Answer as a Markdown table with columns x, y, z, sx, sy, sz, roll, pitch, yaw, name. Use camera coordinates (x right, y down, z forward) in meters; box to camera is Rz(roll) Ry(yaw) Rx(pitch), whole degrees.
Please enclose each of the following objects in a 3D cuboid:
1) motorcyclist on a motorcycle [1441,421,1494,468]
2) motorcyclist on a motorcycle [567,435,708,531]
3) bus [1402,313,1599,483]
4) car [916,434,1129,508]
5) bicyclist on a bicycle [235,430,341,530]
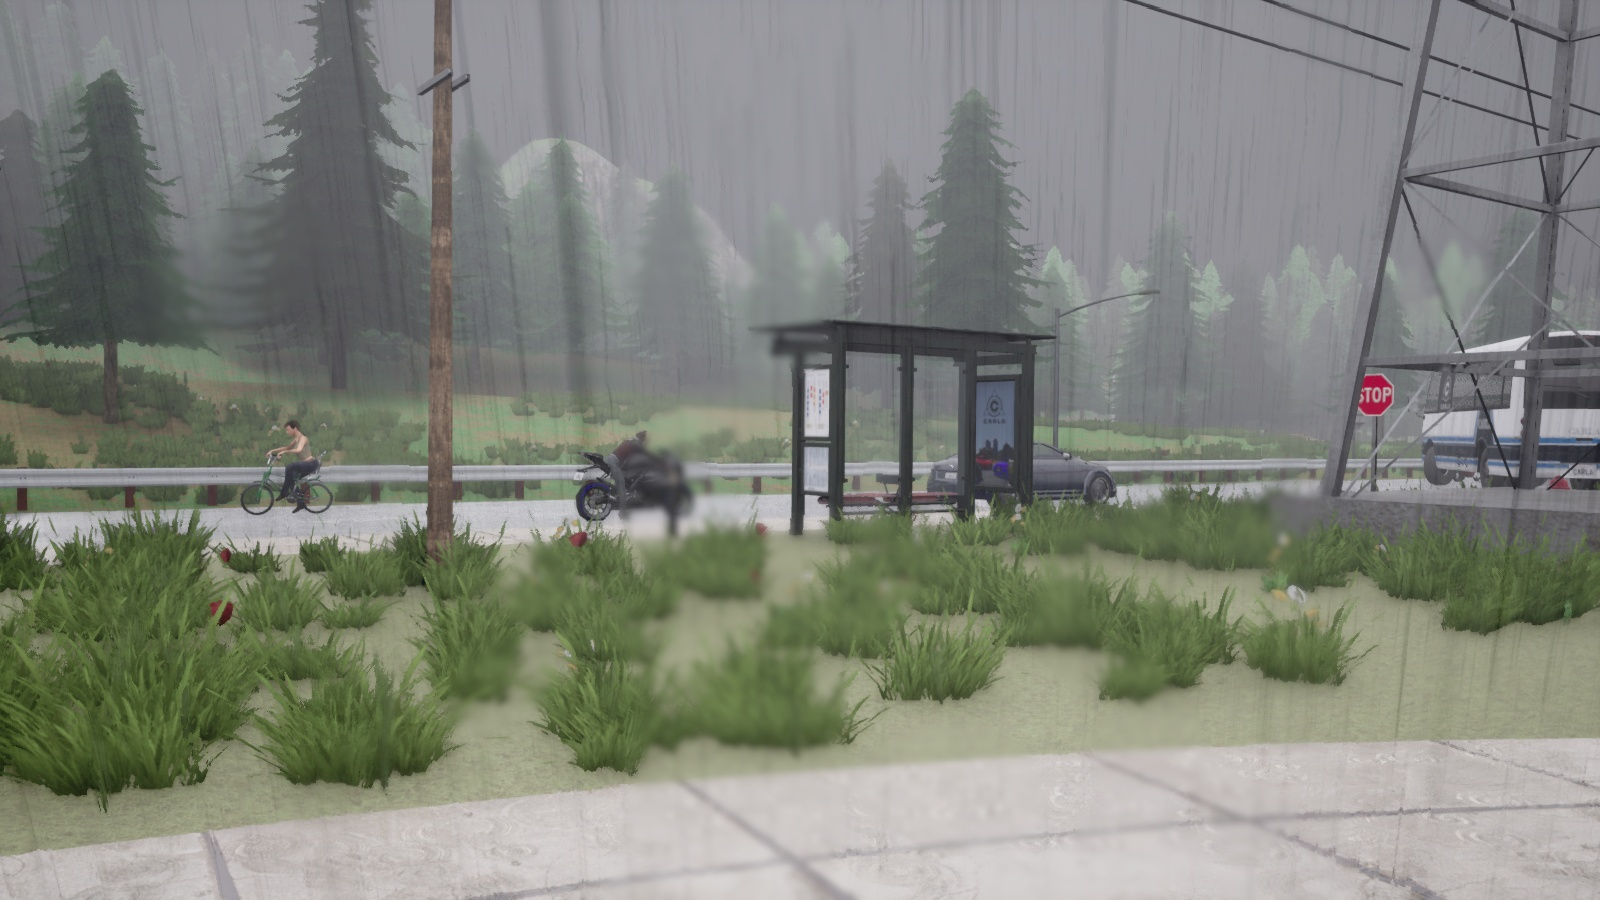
| x | y | z | sx | sy | sz | roll | pitch | yaw | name |
| --- | --- | --- | --- | --- | --- | --- | --- | --- | --- |
| 22.955 | -0.199 | 43.160 | 1.817 | 1.590 | 0.866 | -1 | 1 | -35 | motorcyclist on a motorcycle |
| -2.729 | 0.518 | 21.208 | 2.191 | 1.530 | 0.866 | -1 | 1 | -35 | motorcyclist on a motorcycle |
| 20.869 | -1.400 | 36.621 | 3.944 | 4.253 | 10.273 | 0 | 1 | 14 | bus |
| 4.695 | 0.383 | 26.325 | 4.181 | 1.385 | 1.994 | -1 | 1 | -34 | car |
| -8.697 | 0.481 | 21.338 | 1.509 | 1.612 | 0.866 | -1 | 1 | -34 | bicyclist on a bicycle |
